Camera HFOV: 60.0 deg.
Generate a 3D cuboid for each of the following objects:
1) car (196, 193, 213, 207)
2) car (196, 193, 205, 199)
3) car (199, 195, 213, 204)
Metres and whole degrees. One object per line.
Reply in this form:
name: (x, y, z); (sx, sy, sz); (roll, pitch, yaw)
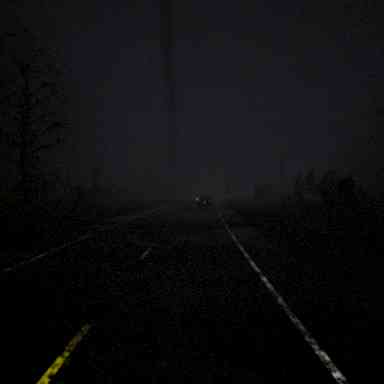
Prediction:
car: (1.725, 1.243, 43.941); (1.994, 1.385, 4.181); (0, 0, 4)
car: (2.186, 0.919, 83.710); (1.994, 1.385, 4.181); (0, 0, 8)
car: (2.333, 1.172, 53.280); (1.994, 1.385, 4.181); (0, 0, 5)
